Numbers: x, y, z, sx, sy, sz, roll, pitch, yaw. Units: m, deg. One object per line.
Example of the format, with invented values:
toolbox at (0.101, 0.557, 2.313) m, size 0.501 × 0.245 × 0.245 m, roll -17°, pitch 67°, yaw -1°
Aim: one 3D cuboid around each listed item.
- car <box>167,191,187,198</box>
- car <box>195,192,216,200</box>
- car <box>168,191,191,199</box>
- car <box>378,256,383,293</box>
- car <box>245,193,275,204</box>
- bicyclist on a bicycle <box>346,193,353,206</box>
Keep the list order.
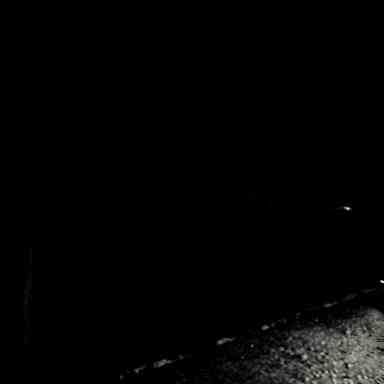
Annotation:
car at (-3.132, 0.462, 68.018) m, size 1.812 × 1.442 × 4.674 m, roll 0°, pitch 1°, yaw -35°
car at (2.416, 0.653, 60.162) m, size 1.994 × 1.385 × 4.181 m, roll 0°, pitch 1°, yaw -35°
car at (-2.038, 0.516, 61.639) m, size 2.128 × 1.511 × 4.902 m, roll 0°, pitch 1°, yaw -35°
car at (5.982, 1.452, 7.326) m, size 4.902 × 1.511 × 2.128 m, roll 0°, pitch 0°, yaw -35°
car at (9.193, 0.861, 45.405) m, size 1.812 × 1.442 × 4.674 m, roll 0°, pitch 1°, yaw -35°
bicyclist on a bicycle at (19.493, 0.959, 41.096) m, size 1.656 × 1.620 × 0.582 m, roll -1°, pitch 1°, yaw -35°
